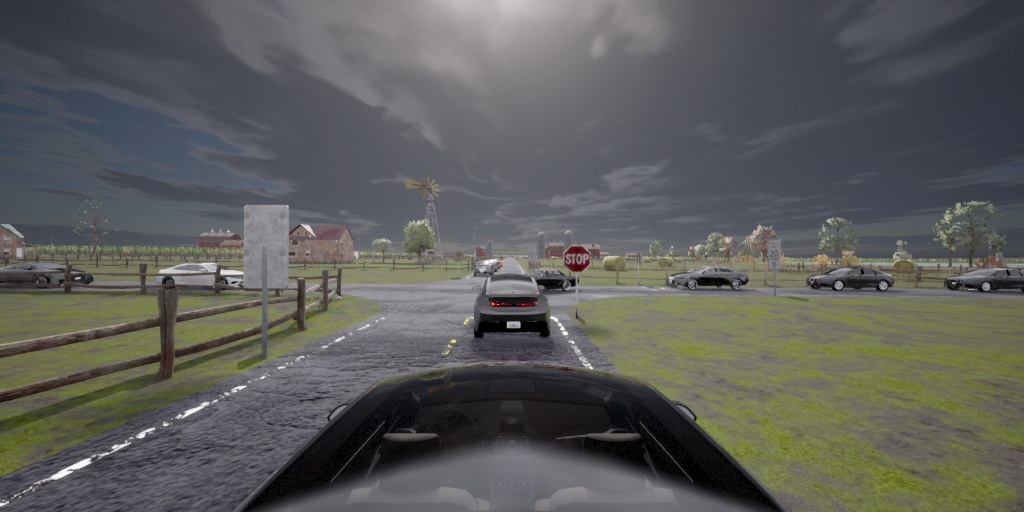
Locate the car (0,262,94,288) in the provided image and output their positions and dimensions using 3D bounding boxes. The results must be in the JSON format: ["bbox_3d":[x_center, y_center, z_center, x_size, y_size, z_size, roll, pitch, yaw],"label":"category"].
[{"bbox_3d":[-26.356,1.048,20.086,4.181,1.385,1.994,1,-1,-1],"label":"car"}]

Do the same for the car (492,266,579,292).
[{"bbox_3d":[1.507,1.369,20.284,4.718,1.301,1.895,1,0,-35],"label":"car"}]

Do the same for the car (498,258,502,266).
[{"bbox_3d":[-2.832,1.241,46.373,2.128,1.511,4.902,0,0,0],"label":"car"}]

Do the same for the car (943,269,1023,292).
[{"bbox_3d":[31.712,1.587,23.791,4.892,1.490,1.837,1,-1,-1],"label":"car"}]

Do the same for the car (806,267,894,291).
[{"bbox_3d":[22.209,1.499,23.674,4.892,1.490,1.837,1,-1,-1],"label":"car"}]

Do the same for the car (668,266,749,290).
[{"bbox_3d":[12.808,1.397,23.508,4.902,1.511,2.128,1,-1,-2],"label":"car"}]

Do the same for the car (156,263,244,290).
[{"bbox_3d":[-17.236,1.103,20.204,4.674,1.442,1.812,1,-1,-1],"label":"car"}]

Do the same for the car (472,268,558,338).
[{"bbox_3d":[-0.070,1.256,10.239,1.837,1.490,4.892,0,0,-3],"label":"car"}]

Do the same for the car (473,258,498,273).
[{"bbox_3d":[-2.843,1.243,36.927,2.128,1.511,4.902,0,0,0],"label":"car"}]
